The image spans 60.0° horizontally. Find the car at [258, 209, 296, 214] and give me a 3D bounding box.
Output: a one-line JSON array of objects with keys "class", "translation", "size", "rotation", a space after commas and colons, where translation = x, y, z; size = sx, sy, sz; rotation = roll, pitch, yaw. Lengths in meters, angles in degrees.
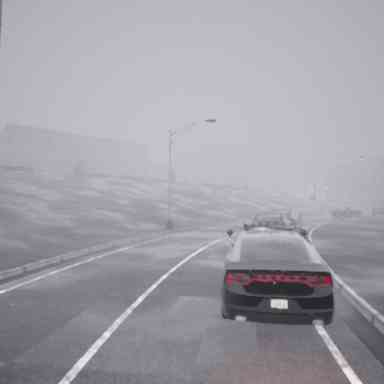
[{"class": "car", "translation": [4.017, 1.762, 16.725], "size": [1.837, 1.490, 4.892], "rotation": [-2, -2, 19]}]

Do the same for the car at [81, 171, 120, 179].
[{"class": "car", "translation": [-13.535, -2.297, 48.350], "size": [4.892, 1.521, 2.231], "rotation": [3, -6, -40]}]

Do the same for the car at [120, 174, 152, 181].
[{"class": "car", "translation": [-9.290, -2.035, 51.869], "size": [4.892, 1.521, 2.231], "rotation": [4, -6, -40]}]

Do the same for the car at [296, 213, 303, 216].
[{"class": "car", "translation": [6.130, 1.877, 22.048], "size": [1.837, 1.490, 4.892], "rotation": [-2, -2, 25]}]

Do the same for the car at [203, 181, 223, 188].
[{"class": "car", "translation": [3.052, -1.268, 62.972], "size": [4.553, 1.767, 2.185], "rotation": [4, -6, -43]}]

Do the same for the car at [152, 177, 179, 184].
[{"class": "car", "translation": [-5.091, -1.708, 55.481], "size": [4.674, 1.452, 2.002], "rotation": [4, -6, -41]}]

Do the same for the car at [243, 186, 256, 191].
[{"class": "car", "translation": [10.983, -0.459, 70.907], "size": [2.002, 1.452, 4.674], "rotation": [-4, -6, 44]}]

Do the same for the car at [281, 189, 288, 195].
[{"class": "car", "translation": [22.100, 0.318, 83.302], "size": [2.435, 2.045, 5.566], "rotation": [-4, -7, 41]}]

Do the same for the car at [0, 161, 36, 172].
[{"class": "car", "translation": [-21.960, -2.916, 41.395], "size": [4.553, 1.767, 2.185], "rotation": [3, -6, -40]}]

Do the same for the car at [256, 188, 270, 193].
[{"class": "car", "translation": [14.685, -0.176, 74.858], "size": [2.231, 1.521, 4.892], "rotation": [-4, -6, 43]}]

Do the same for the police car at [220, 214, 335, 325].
[{"class": "police car", "translation": [1.730, 1.520, 7.574], "size": [1.930, 1.638, 5.238], "rotation": [-1, -1, 9]}]

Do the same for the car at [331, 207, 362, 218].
[{"class": "car", "translation": [19.216, 2.521, 41.303], "size": [4.718, 1.301, 1.895], "rotation": [1, -4, -40]}]

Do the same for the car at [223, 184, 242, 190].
[{"class": "car", "translation": [7.129, -0.789, 66.969], "size": [4.792, 1.488, 2.163], "rotation": [5, -6, -44]}]

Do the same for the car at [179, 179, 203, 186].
[{"class": "car", "translation": [-0.971, -1.448, 59.188], "size": [5.008, 1.535, 2.097], "rotation": [4, -6, -42]}]

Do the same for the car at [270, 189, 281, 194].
[{"class": "car", "translation": [18.439, 0.058, 79.057], "size": [2.185, 1.767, 4.553], "rotation": [-4, -6, 42]}]

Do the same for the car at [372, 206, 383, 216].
[{"class": "car", "translation": [27.990, 2.717, 48.663], "size": [4.674, 1.442, 1.812], "rotation": [2, -5, -38]}]
